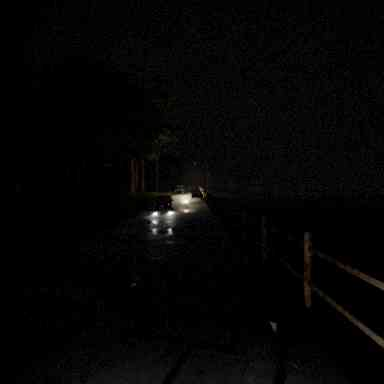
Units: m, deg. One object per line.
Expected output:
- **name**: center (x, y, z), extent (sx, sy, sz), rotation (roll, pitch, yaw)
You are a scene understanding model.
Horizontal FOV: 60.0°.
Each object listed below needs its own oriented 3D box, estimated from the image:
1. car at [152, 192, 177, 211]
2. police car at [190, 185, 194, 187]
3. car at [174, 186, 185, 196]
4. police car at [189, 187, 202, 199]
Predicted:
- **car**: center (-2.837, 1.062, 33.654), extent (1.837, 1.490, 4.892), rotation (0, 1, 0)
- **police car**: center (0.843, -0.103, 74.960), extent (1.930, 1.638, 5.238), rotation (0, 2, 0)
- **car**: center (-2.732, -0.282, 74.375), extent (2.150, 2.045, 5.566), rotation (0, 2, 0)
- **police car**: center (0.839, 0.429, 58.965), extent (1.930, 1.638, 5.238), rotation (0, 2, 0)
